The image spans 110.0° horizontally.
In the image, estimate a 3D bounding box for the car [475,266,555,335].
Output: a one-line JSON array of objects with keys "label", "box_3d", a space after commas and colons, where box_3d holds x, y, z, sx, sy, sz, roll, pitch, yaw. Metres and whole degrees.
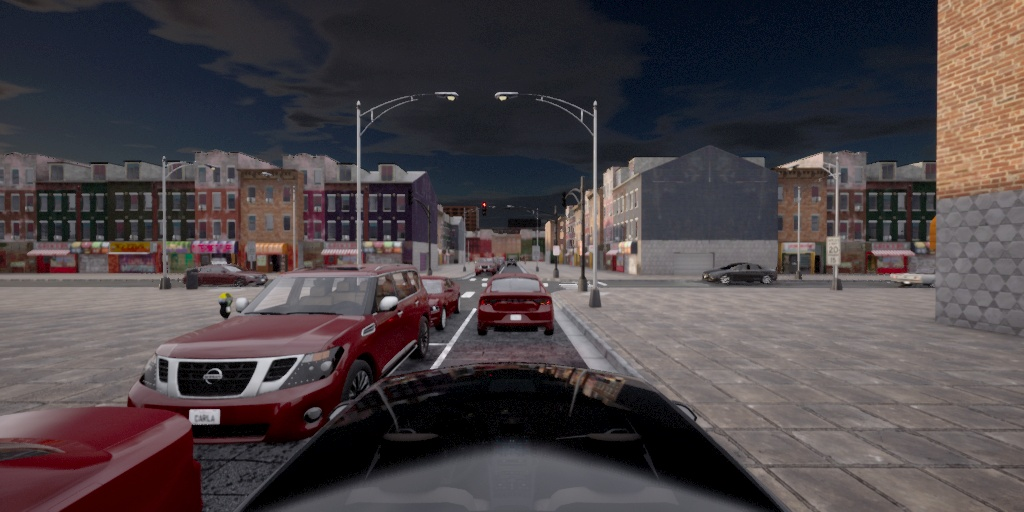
[{"label": "car", "box_3d": [0.090, 1.226, 10.496, 1.882, 1.535, 5.008, 0, 0, 0]}]

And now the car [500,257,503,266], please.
[{"label": "car", "box_3d": [-2.673, 1.076, 48.295, 2.192, 1.841, 5.009, 0, 0, 0]}]

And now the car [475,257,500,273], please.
[{"label": "car", "box_3d": [-2.665, 1.068, 37.441, 2.192, 1.841, 5.009, 0, 0, 0]}]

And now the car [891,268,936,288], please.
[{"label": "car", "box_3d": [27.395, 1.400, 22.850, 4.718, 1.301, 1.895, 0, 0, 0]}]

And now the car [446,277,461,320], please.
[{"label": "car", "box_3d": [-2.645, 1.293, 11.032, 1.888, 1.381, 4.507, 0, 0, 0]}]

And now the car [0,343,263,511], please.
[{"label": "car", "box_3d": [-2.638, 1.295, 0.164, 1.888, 1.381, 4.507, 0, 0, 0]}]

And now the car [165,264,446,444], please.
[{"label": "car", "box_3d": [-2.641, 1.064, 5.598, 2.192, 1.841, 5.009, 0, 0, 0]}]

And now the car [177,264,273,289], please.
[{"label": "car", "box_3d": [-18.230, 1.271, 22.893, 4.674, 1.442, 1.812, 0, 0, 0]}]

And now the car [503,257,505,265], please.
[{"label": "car", "box_3d": [-2.685, 1.330, 64.575, 2.007, 1.370, 4.403, 0, 0, 0]}]

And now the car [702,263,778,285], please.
[{"label": "car", "box_3d": [16.322, 1.266, 25.809, 4.892, 1.490, 1.837, 0, 0, 0]}]
